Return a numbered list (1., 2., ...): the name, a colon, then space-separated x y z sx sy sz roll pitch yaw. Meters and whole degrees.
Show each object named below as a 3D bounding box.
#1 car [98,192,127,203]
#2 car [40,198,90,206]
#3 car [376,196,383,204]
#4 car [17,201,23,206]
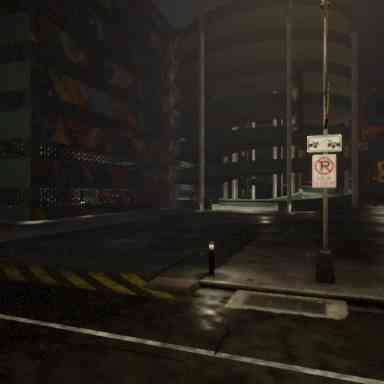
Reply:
1. car: -14.678 1.023 61.098 5.566 2.045 2.435 0 0 20
2. car: -11.922 1.317 32.349 4.674 1.452 2.002 0 0 20
3. car: 35.262 1.208 58.596 2.150 2.045 5.566 0 -1 -21
4. car: -20.353 1.459 43.472 4.718 1.301 1.895 0 0 20
